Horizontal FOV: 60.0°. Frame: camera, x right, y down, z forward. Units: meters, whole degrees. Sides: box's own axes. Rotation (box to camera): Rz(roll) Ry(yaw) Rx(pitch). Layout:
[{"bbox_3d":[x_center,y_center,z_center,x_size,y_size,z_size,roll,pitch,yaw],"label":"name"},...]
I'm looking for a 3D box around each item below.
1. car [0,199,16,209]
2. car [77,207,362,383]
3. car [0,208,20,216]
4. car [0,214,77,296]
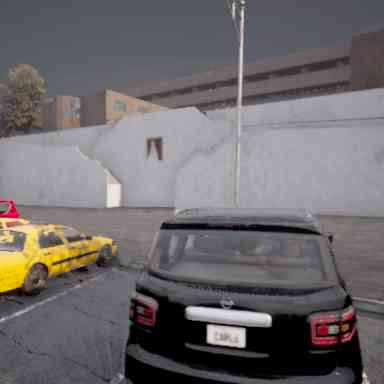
[{"bbox_3d":[-8.799,1.259,12.041,2.435,2.045,5.566,0,-1,15],"label":"car"},{"bbox_3d":[0.977,1.236,5.133,2.435,2.045,5.566,0,-1,15],"label":"car"},{"bbox_3d":[-6.402,1.494,10.145,1.946,1.575,5.366,0,-1,16],"label":"car"},{"bbox_3d":[-3.866,1.494,8.764,1.946,1.575,5.366,0,-1,15],"label":"car"}]
